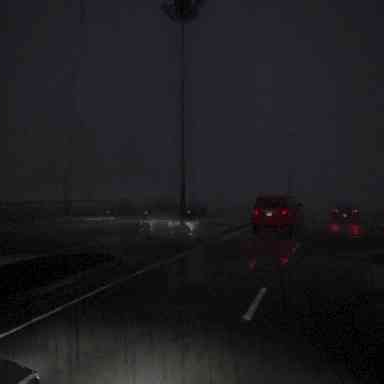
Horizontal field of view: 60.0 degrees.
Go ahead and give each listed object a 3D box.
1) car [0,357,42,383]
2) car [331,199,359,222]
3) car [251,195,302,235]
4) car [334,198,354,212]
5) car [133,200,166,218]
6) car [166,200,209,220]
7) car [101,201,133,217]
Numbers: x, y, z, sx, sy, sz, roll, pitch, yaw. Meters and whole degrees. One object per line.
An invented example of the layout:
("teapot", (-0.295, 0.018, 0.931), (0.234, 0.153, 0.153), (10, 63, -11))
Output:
("car", (-2.393, 1.525, 0.772), (1.812, 1.442, 4.674), (0, 0, 18))
("car", (11.958, 1.507, 26.028), (1.812, 1.442, 4.674), (0, 0, 24))
("car", (4.977, 1.208, 19.088), (2.150, 2.045, 5.566), (0, 0, 24))
("car", (17.939, 1.519, 39.241), (2.033, 1.411, 5.357), (0, 0, 24))
("car", (-2.862, 1.471, 30.154), (2.128, 1.511, 4.902), (0, 0, 24))
("car", (-0.077, 1.506, 27.797), (1.812, 1.442, 4.674), (0, 0, 24))
("car", (-6.465, 1.543, 30.685), (1.994, 1.385, 4.181), (0, 0, 24))
